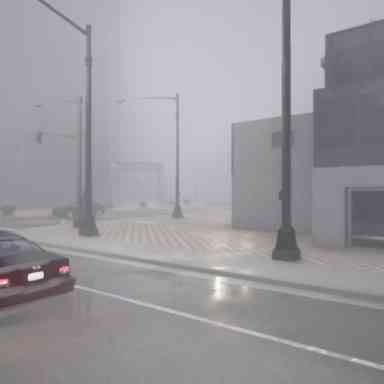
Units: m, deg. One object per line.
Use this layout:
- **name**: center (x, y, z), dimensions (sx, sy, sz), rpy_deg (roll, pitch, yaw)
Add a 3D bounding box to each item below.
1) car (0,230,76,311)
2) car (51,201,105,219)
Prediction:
- **car**: center (-4.875, 1.587, 7.487), dimensions (5.357, 1.411, 2.033), rpy_deg (0, 0, 36)
- **car**: center (-10.242, 1.523, 30.249), dimensions (1.882, 1.535, 5.008), rpy_deg (0, 0, 36)
